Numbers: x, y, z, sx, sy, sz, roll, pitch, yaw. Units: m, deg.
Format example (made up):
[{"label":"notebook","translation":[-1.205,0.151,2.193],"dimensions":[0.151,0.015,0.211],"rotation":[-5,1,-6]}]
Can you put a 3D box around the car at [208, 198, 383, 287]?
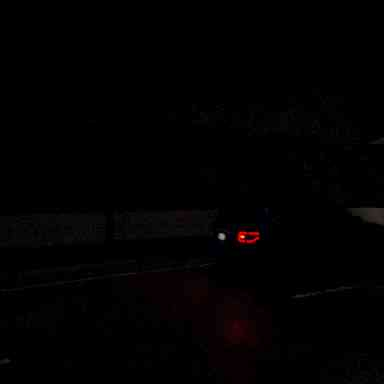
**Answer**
[{"label":"car","translation":[3.150,1.197,9.337],"dimensions":[5.566,2.045,2.150],"rotation":[0,0,-26]}]
